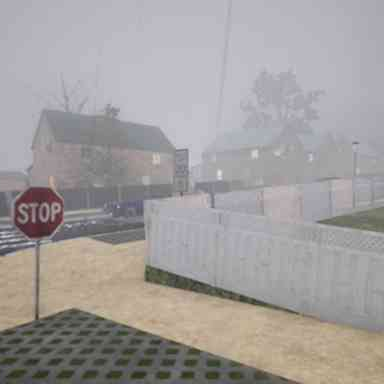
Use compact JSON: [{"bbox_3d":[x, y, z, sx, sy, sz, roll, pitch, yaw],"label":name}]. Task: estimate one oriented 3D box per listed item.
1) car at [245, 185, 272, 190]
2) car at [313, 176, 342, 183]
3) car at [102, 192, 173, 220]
[{"bbox_3d":[4.775,0.169,24.698,4.718,1.301,1.895,-4,3,-40],"label":"car"},{"bbox_3d":[12.644,-0.653,31.349,4.553,1.767,2.097,-4,3,-42],"label":"car"},{"bbox_3d":[-2.496,0.696,18.542,4.718,1.301,1.895,-4,3,-40],"label":"car"}]
